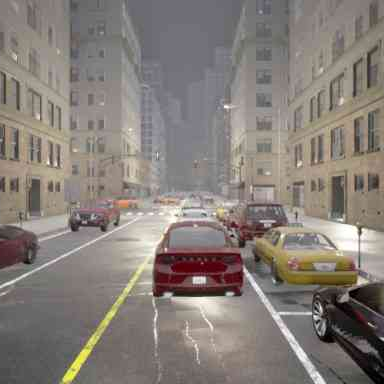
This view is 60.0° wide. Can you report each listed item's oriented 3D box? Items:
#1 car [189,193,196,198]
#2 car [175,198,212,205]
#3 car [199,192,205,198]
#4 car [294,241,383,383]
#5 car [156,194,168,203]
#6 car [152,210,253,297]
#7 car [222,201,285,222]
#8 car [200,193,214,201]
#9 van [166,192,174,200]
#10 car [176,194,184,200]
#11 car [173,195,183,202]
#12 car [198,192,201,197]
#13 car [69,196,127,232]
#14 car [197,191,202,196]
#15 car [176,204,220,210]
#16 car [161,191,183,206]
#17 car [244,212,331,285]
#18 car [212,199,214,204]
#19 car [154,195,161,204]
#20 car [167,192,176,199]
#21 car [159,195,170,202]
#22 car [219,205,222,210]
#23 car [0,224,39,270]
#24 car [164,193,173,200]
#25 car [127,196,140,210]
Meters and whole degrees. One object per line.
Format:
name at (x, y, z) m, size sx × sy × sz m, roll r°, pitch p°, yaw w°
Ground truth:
car at (0.175, 1.061, 93.182) m, size 1.837 × 1.490 × 4.892 m, roll 0°, pitch 0°, yaw 0°
car at (0.121, 1.454, 25.256) m, size 2.128 × 1.511 × 4.902 m, roll 0°, pitch 0°, yaw 0°
car at (2.899, 1.271, 68.877) m, size 1.752 × 1.417 × 4.829 m, roll 1°, pitch 0°, yaw 0°
car at (2.772, 1.566, 3.546) m, size 1.947 × 1.339 × 4.313 m, roll 0°, pitch 0°, yaw 0°
car at (-5.636, 1.224, 63.308) m, size 1.967 × 1.590 × 4.097 m, roll 1°, pitch 0°, yaw 0°
car at (0.088, 1.473, 8.611) m, size 1.882 × 1.535 × 5.008 m, roll 0°, pitch 0°, yaw -1°
car at (2.795, 1.302, 14.651) m, size 2.192 × 1.841 × 5.009 m, roll 0°, pitch 0°, yaw 0°
car at (2.877, 1.368, 57.860) m, size 2.008 × 1.369 × 4.403 m, roll 0°, pitch 0°, yaw 0°
van at (-5.593, 0.968, 84.999) m, size 1.690 × 1.788 × 3.998 m, roll 1°, pitch 0°, yaw 0°
car at (-2.849, 1.184, 80.714) m, size 1.812 × 1.442 × 4.674 m, roll 0°, pitch 0°, yaw 0°
car at (-2.868, 1.288, 70.445) m, size 1.994 × 1.385 × 4.181 m, roll 0°, pitch 0°, yaw 0°
car at (2.919, 1.250, 79.556) m, size 1.802 × 1.307 × 4.206 m, roll 1°, pitch 0°, yaw 0°
car at (-5.720, 1.291, 20.226) m, size 2.192 × 1.841 × 5.009 m, roll 0°, pitch 0°, yaw 0°
car at (2.941, 1.024, 90.400) m, size 1.967 × 1.590 × 4.097 m, roll 1°, pitch 0°, yaw 0°
car at (0.129, 1.510, 16.113) m, size 1.812 × 1.442 × 4.674 m, roll 0°, pitch 0°, yaw 0°
car at (-3.051, 1.204, 51.711) m, size 2.097 × 1.767 × 4.553 m, roll 0°, pitch 0°, yaw 2°
car at (2.784, 1.520, 9.267) m, size 1.752 × 1.417 × 4.829 m, roll 0°, pitch 0°, yaw 0°
car at (2.815, 1.486, 25.926) m, size 1.752 × 1.417 × 4.829 m, roll 0°, pitch 0°, yaw 0°
car at (-5.648, 1.361, 57.884) m, size 1.887 × 1.381 × 4.507 m, roll 0°, pitch 0°, yaw 0°
car at (-5.583, 0.899, 90.422) m, size 2.192 × 1.841 × 5.009 m, roll 1°, pitch 0°, yaw 0°
car at (-5.627, 1.292, 68.731) m, size 1.887 × 1.381 × 4.507 m, roll 1°, pitch 0°, yaw 0°
car at (2.805, 1.558, 20.202) m, size 1.802 × 1.307 × 4.206 m, roll 0°, pitch 0°, yaw 0°
car at (-5.743, 1.577, 9.120) m, size 1.802 × 1.307 × 4.206 m, roll 0°, pitch 0°, yaw 0°
car at (-5.605, 1.108, 79.577) m, size 1.967 × 1.590 × 4.097 m, roll 1°, pitch 0°, yaw 0°
car at (-8.718, 1.277, 40.895) m, size 4.553 × 1.767 × 2.097 m, roll 0°, pitch 0°, yaw 0°
